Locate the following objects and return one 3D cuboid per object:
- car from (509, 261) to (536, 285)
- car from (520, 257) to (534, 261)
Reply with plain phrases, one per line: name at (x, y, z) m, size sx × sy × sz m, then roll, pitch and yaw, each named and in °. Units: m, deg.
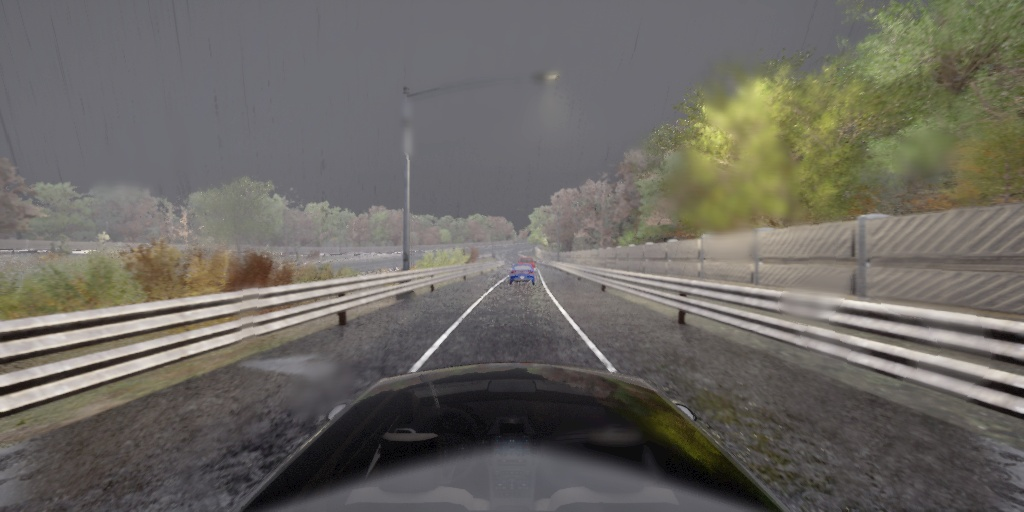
car at (0.835, 1.352, 27.634) m, size 1.882 × 1.535 × 5.008 m, roll 0°, pitch 0°, yaw 3°
car at (1.918, 1.199, 46.962) m, size 2.150 × 2.045 × 5.566 m, roll 0°, pitch 0°, yaw 3°
